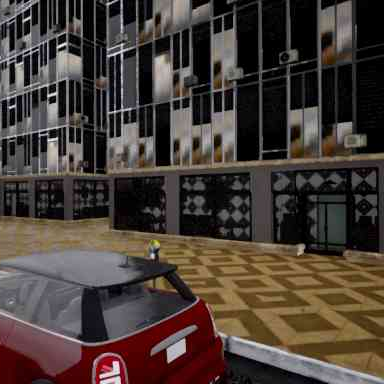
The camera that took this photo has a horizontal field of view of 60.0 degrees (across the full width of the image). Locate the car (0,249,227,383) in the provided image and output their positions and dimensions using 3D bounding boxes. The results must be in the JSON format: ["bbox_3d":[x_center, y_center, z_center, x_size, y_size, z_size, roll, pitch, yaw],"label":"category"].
[{"bbox_3d":[-1.720,1.440,4.098,4.097,1.590,1.967,0,0,35],"label":"car"}]
